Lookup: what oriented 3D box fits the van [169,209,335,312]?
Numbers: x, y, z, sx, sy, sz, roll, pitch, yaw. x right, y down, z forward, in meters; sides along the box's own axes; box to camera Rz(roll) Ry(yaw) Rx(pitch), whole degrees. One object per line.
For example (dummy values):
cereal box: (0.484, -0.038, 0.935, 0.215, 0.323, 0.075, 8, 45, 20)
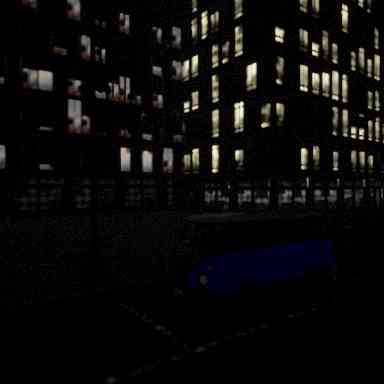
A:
van: (1.448, 1.308, 7.336, 3.998, 1.788, 1.690, 0, 0, -36)
